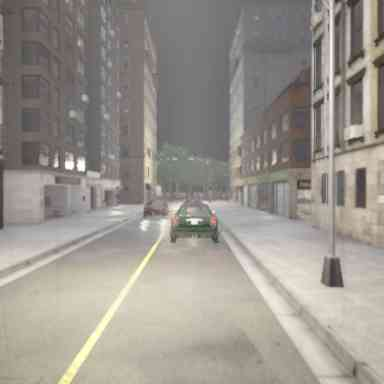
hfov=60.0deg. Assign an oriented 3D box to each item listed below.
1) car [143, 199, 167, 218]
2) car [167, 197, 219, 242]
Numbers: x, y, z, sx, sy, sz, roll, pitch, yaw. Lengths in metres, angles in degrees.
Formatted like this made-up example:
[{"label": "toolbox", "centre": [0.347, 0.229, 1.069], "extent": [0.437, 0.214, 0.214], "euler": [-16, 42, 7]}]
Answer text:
[{"label": "car", "centre": [-3.082, 1.389, 28.929], "extent": [1.882, 1.535, 5.008], "euler": [0, 0, 0]}, {"label": "car", "centre": [0.106, 1.303, 16.136], "extent": [2.097, 1.767, 4.553], "euler": [0, 0, 0]}]
